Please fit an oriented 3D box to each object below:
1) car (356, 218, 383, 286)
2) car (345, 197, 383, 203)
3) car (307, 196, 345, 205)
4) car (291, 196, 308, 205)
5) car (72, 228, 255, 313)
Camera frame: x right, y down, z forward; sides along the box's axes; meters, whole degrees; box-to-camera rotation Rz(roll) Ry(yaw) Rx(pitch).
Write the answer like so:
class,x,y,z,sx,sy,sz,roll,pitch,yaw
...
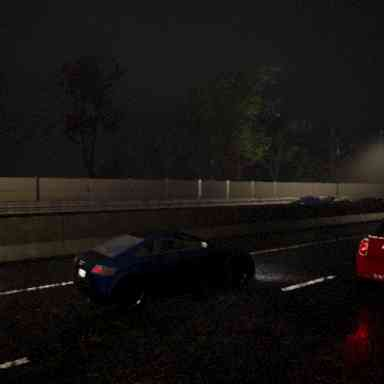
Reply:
class,x,y,z,sx,sy,sz,roll,pitch,yaw
car,5.993,1.288,8.022,4.553,1.767,2.097,0,0,-36
car,18.237,1.295,34.191,4.892,1.490,1.837,0,0,-35
car,15.299,1.288,36.396,4.902,1.511,2.128,0,0,-35
car,13.926,1.269,39.712,5.008,1.535,1.882,0,0,-35
car,-0.523,1.537,7.670,4.181,1.385,1.994,0,0,-36
